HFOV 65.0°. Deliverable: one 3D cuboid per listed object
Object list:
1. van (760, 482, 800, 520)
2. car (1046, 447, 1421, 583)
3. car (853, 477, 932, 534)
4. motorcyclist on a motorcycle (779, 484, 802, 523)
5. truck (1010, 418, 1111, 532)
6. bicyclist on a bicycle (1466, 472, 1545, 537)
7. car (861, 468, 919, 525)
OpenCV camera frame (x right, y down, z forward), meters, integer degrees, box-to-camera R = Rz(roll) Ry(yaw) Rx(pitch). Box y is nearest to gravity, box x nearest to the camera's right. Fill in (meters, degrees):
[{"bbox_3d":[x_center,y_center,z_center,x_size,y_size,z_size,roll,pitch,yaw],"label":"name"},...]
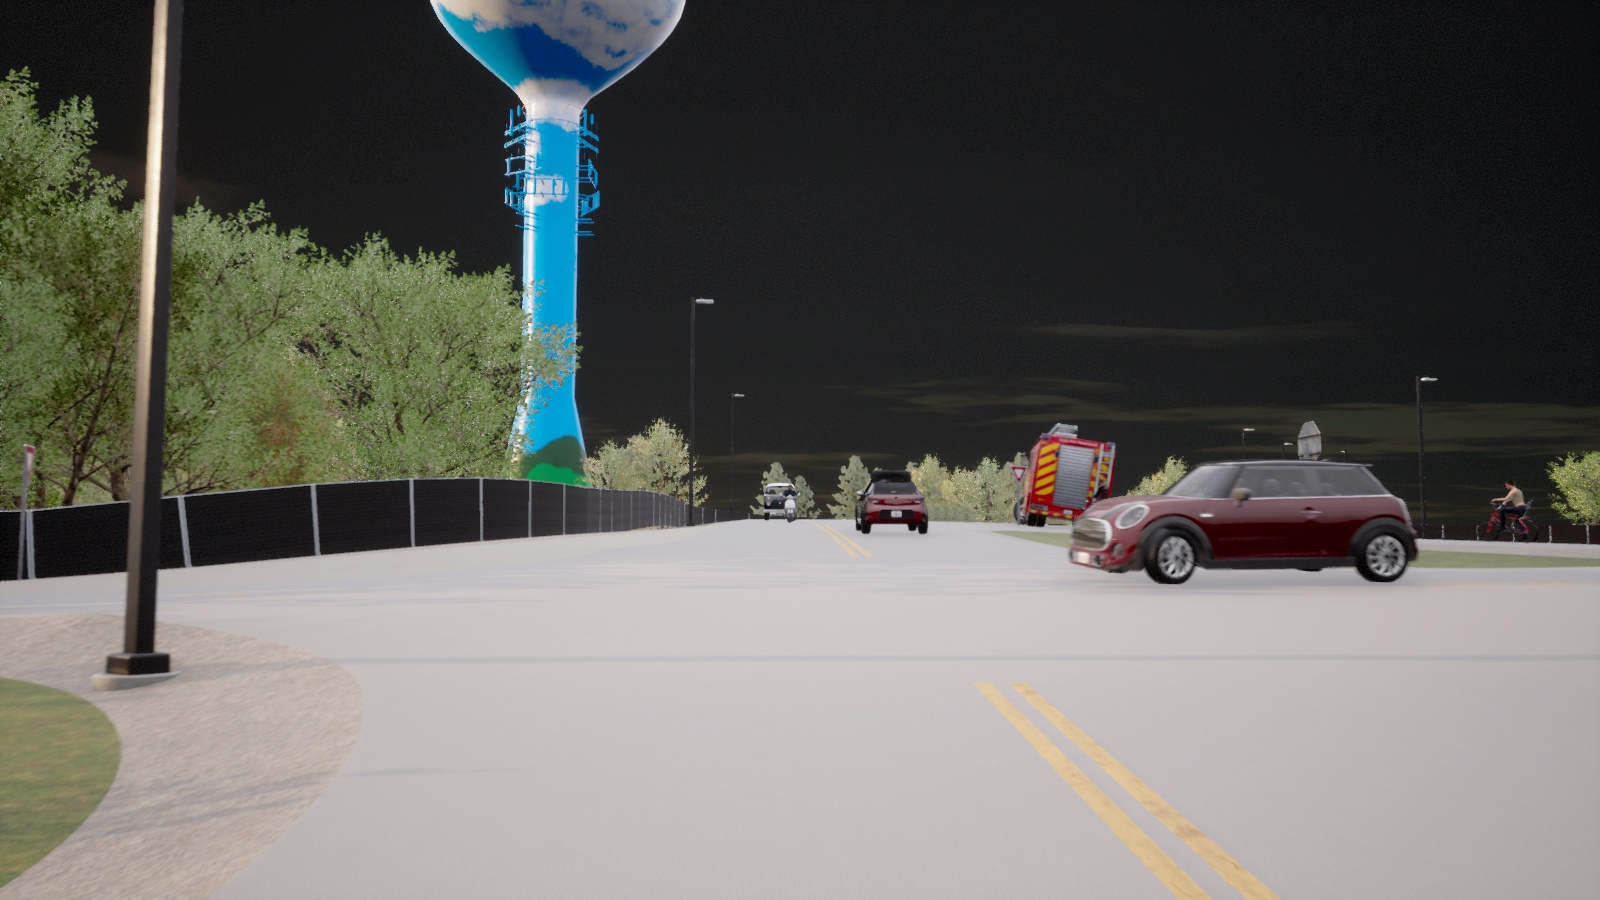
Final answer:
[{"bbox_3d":[-1.038,2.810,68.329,2.069,2.038,4.480,0,-3,0],"label":"van"},{"bbox_3d":[6.027,0.869,17.764,4.553,1.767,2.097,0,-1,-9],"label":"car"},{"bbox_3d":[2.465,1.497,34.442,1.816,1.474,4.193,0,-2,-1],"label":"car"},{"bbox_3d":[-0.398,2.202,51.682,0.866,1.590,1.817,0,-3,-2],"label":"motorcyclist on a motorcycle"},{"bbox_3d":[10.285,1.134,50.417,2.891,3.827,8.468,8,-2,8],"label":"truck"},{"bbox_3d":[18.052,1.406,32.144,0.866,1.612,1.509,3,-3,-35],"label":"bicyclist on a bicycle"},{"bbox_3d":[3.143,1.643,43.450,1.905,1.878,3.866,0,-3,5],"label":"car"}]
